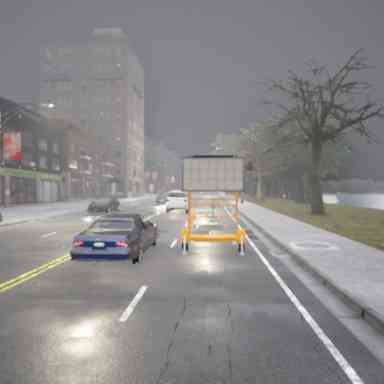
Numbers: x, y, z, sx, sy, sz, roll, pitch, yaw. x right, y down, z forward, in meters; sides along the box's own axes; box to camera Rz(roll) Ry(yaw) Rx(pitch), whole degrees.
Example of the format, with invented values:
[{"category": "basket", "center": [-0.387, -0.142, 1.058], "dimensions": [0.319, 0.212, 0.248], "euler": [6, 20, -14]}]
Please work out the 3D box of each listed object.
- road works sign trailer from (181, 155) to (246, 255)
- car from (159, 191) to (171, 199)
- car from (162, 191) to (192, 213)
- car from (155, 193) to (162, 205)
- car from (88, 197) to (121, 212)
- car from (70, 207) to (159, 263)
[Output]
[{"category": "road works sign trailer", "center": [0.819, 0.379, 12.940], "dimensions": [2.380, 3.560, 2.880], "euler": [0, 1, 3]}, {"category": "car", "center": [-5.717, 0.601, 71.494], "dimensions": [1.882, 1.535, 5.008], "euler": [0, 1, 3]}, {"category": "car", "center": [-1.242, 0.911, 32.780], "dimensions": [2.150, 2.045, 5.566], "euler": [0, 1, 3]}, {"category": "car", "center": [-3.934, 0.998, 46.591], "dimensions": [2.128, 1.511, 4.902], "euler": [0, 1, 3]}, {"category": "car", "center": [-8.059, 1.189, 30.838], "dimensions": [1.882, 1.535, 5.008], "euler": [0, 1, 3]}, {"category": "car", "center": [-2.409, 1.473, 11.670], "dimensions": [2.033, 1.411, 5.357], "euler": [0, 1, 3]}]
